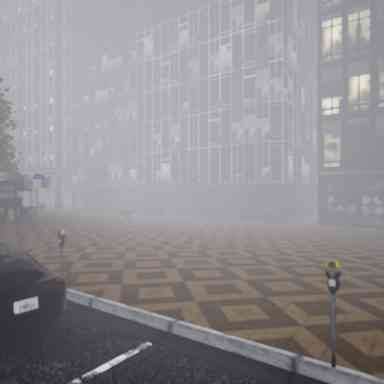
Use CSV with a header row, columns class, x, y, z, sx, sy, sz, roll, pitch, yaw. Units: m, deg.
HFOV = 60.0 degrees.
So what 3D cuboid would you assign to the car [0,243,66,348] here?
class,x,y,z,sx,sy,sz,roll,pitch,yaw
car,-3.911,1.549,5.670,4.313,1.339,1.947,0,0,36
